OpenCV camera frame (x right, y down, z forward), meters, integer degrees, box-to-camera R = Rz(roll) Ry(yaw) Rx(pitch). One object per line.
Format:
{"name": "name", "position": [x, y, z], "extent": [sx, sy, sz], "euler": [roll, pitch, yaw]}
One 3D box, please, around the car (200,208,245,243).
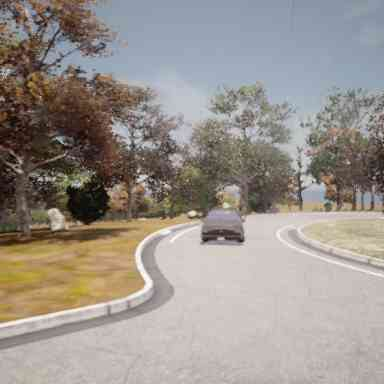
{"name": "car", "position": [1.529, 1.518, 16.155], "extent": [2.033, 1.411, 5.357], "euler": [0, 0, 8]}
